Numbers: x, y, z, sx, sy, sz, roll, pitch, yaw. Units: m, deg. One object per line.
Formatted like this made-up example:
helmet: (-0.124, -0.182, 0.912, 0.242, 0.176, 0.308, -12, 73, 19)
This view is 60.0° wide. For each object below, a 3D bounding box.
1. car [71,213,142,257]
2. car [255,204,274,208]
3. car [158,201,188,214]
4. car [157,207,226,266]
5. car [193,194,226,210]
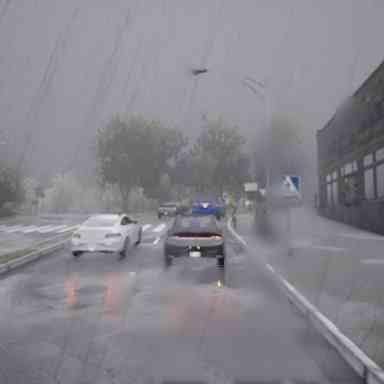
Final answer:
car: (-3.150, 1.539, 12.819, 1.812, 1.442, 4.674, 0, 0, 0)
car: (18.928, 3.825, 86.664, 4.718, 1.301, 1.895, -3, -5, 37)
car: (-1.502, 1.544, 28.784, 2.128, 1.511, 4.902, -1, -1, 13)
car: (0.086, 1.507, 11.603, 2.128, 1.511, 4.902, 0, 0, 0)
car: (1.529, 1.208, 27.670, 2.150, 2.045, 5.566, -1, -1, 12)
